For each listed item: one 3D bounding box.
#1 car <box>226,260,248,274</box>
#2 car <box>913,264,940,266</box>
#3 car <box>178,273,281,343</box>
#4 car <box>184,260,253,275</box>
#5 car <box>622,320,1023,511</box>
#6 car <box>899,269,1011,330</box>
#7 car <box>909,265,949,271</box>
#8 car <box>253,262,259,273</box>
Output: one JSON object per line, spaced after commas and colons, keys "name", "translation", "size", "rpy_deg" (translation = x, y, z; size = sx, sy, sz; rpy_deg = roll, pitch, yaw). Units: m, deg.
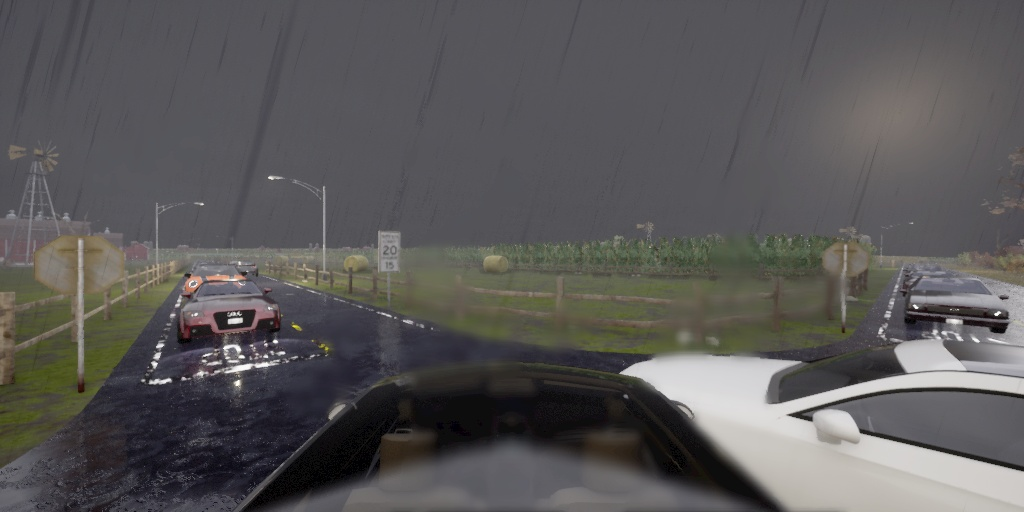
{"name": "car", "translation": [-33.293, 1.269, 43.345], "size": [1.837, 1.490, 4.892], "rpy_deg": [0, 0, -41]}
{"name": "car", "translation": [28.643, 1.308, 24.851], "size": [4.902, 1.511, 2.128], "rpy_deg": [0, 1, -42]}
{"name": "car", "translation": [-7.849, 1.348, 9.930], "size": [1.994, 1.385, 4.181], "rpy_deg": [0, 0, -42]}
{"name": "car", "translation": [-13.563, 1.128, 16.468], "size": [2.097, 1.767, 4.553], "rpy_deg": [0, 0, -41]}
{"name": "car", "translation": [2.857, 1.293, 2.241], "size": [1.812, 1.442, 4.674], "rpy_deg": [0, 1, -43]}
{"name": "car", "translation": [13.621, 1.334, 11.209], "size": [5.357, 1.411, 2.033], "rpy_deg": [0, 1, -42]}
{"name": "car", "translation": [21.017, 1.363, 17.931], "size": [4.181, 1.385, 1.994], "rpy_deg": [0, 1, -43]}
{"name": "car", "translation": [-26.644, 1.254, 35.824], "size": [2.128, 1.511, 4.902], "rpy_deg": [0, 0, -41]}
